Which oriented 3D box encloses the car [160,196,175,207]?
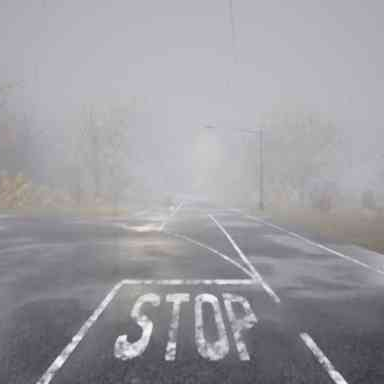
[{"bbox_3d":[-3.610,1.422,48.922,1.837,1.490,4.892,0,1,0],"label":"car"}]
